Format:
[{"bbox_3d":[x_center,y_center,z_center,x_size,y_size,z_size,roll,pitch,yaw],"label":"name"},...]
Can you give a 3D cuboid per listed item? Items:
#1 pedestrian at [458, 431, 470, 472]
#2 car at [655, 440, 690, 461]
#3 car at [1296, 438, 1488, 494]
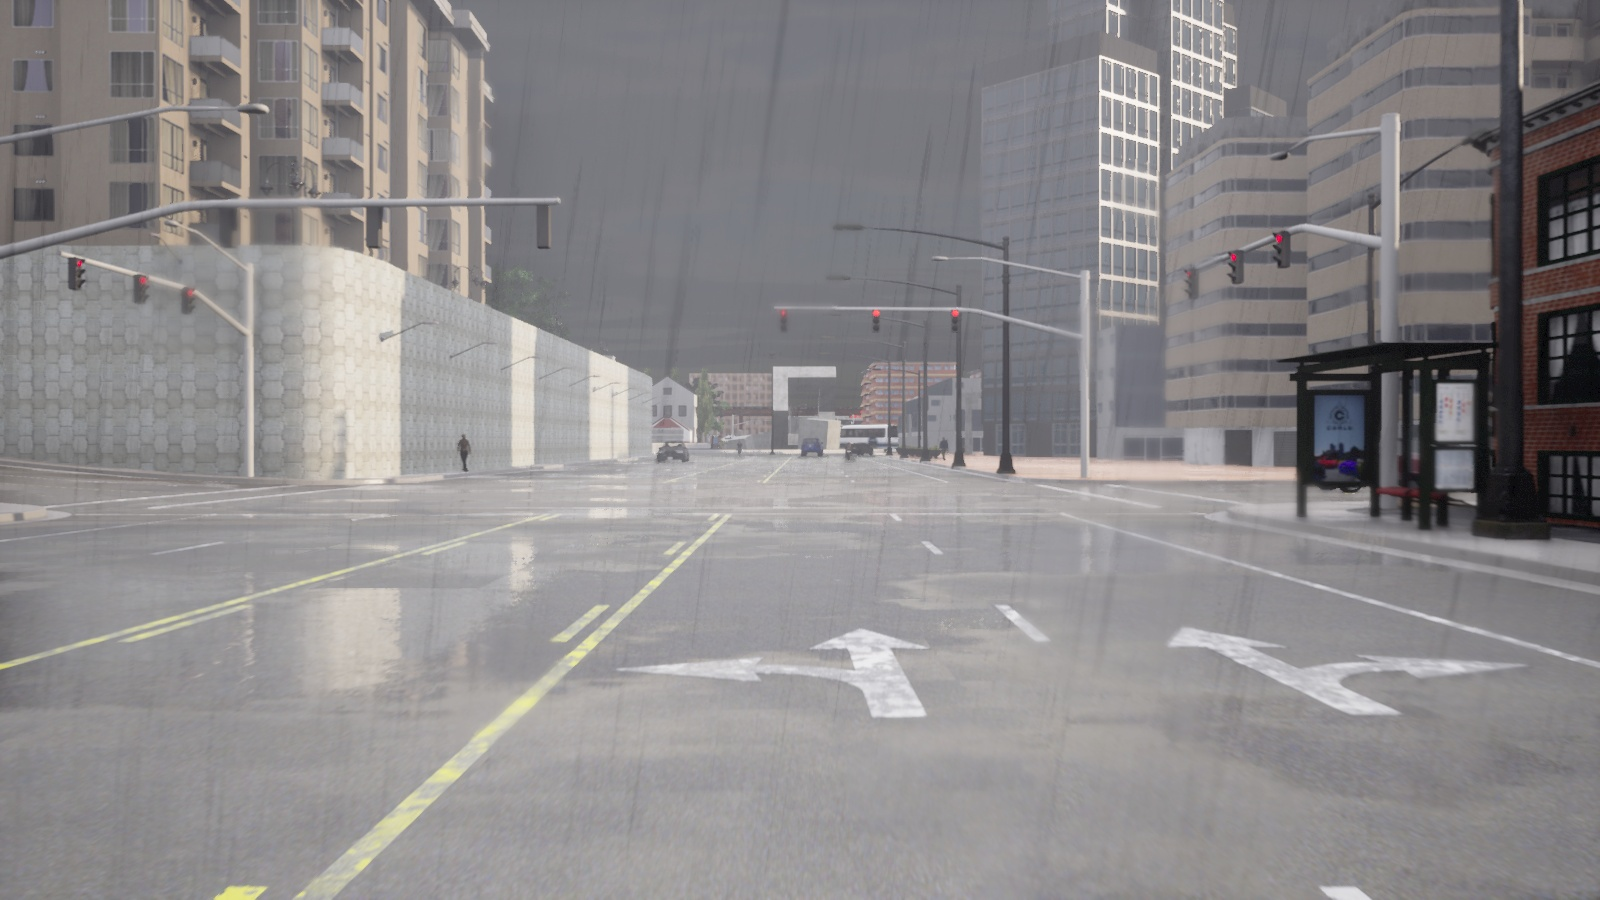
[{"bbox_3d":[-15.418,0.064,57.634,0.331,1.846,0.634,0,0,1],"label":"pedestrian"},{"bbox_3d":[-9.938,0.029,98.150,2.242,1.667,4.611,0,0,0],"label":"car"},{"bbox_3d":[17.822,0.477,37.976,4.856,1.649,2.033,0,0,0],"label":"car"}]
